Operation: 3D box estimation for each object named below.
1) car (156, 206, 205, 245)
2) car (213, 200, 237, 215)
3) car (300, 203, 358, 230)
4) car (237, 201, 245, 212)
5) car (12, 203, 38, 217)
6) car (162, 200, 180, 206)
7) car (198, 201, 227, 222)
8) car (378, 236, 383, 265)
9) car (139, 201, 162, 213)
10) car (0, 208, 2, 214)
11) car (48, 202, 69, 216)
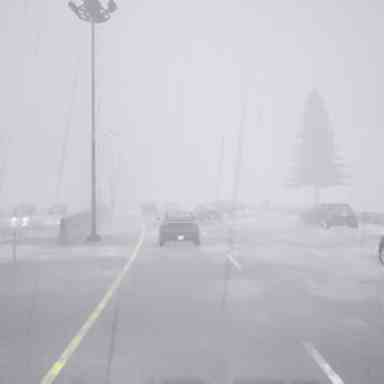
[{"bbox_3d":[-0.709,1.663,16.406,1.837,1.490,4.892,0,0,-6],"label":"car"},{"bbox_3d":[2.990,1.677,37.530,2.097,1.767,4.553,0,-1,-12],"label":"car"},{"bbox_3d":[9.147,1.499,22.644,2.097,1.767,4.553,0,-1,-7],"label":"car"},{"bbox_3d":[5.234,1.858,43.499,2.128,1.511,4.902,0,-1,-15],"label":"car"},{"bbox_3d":[-18.868,1.965,37.705,2.128,1.511,4.902,0,0,-14],"label":"car"},{"bbox_3d":[-3.108,1.936,47.473,1.882,1.535,5.008,0,-1,-17],"label":"car"},{"bbox_3d":[1.247,1.781,28.582,1.812,1.442,4.674,0,0,-10],"label":"car"},{"bbox_3d":[6.853,1.510,8.453,1.882,1.535,5.008,0,0,-3],"label":"car"},{"bbox_3d":[-5.771,1.936,43.880,2.128,1.511,4.902,0,-1,-16],"label":"car"},{"bbox_3d":[-21.793,2.018,35.122,2.033,1.411,5.357,0,-1,-13],"label":"car"},{"bbox_3d":[-15.545,1.953,38.822,2.128,1.511,4.902,0,0,-14],"label":"car"}]
